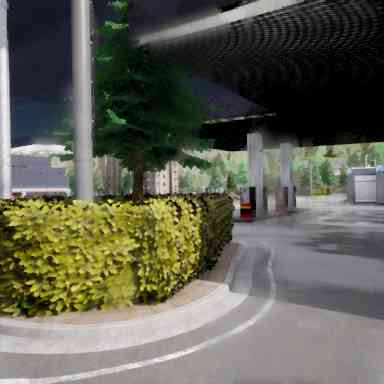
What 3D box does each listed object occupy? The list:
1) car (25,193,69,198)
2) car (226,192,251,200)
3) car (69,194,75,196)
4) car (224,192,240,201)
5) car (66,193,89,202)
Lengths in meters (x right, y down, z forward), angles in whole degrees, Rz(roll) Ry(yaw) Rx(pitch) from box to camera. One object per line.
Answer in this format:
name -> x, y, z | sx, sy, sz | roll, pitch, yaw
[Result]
car -> -14.736, 1.178, 33.566 | 3.866, 1.878, 1.905 | -1, 1, 35
car -> 9.249, 0.807, 66.474 | 4.514, 1.523, 2.007 | -1, 1, 35
car -> -24.200, 1.116, 63.856 | 3.866, 1.878, 1.905 | -1, 1, 35
car -> 7.476, 0.846, 63.886 | 5.027, 1.636, 2.152 | -1, 1, 35
car -> -22.854, 1.095, 66.464 | 4.605, 1.855, 1.932 | -1, 1, 35
